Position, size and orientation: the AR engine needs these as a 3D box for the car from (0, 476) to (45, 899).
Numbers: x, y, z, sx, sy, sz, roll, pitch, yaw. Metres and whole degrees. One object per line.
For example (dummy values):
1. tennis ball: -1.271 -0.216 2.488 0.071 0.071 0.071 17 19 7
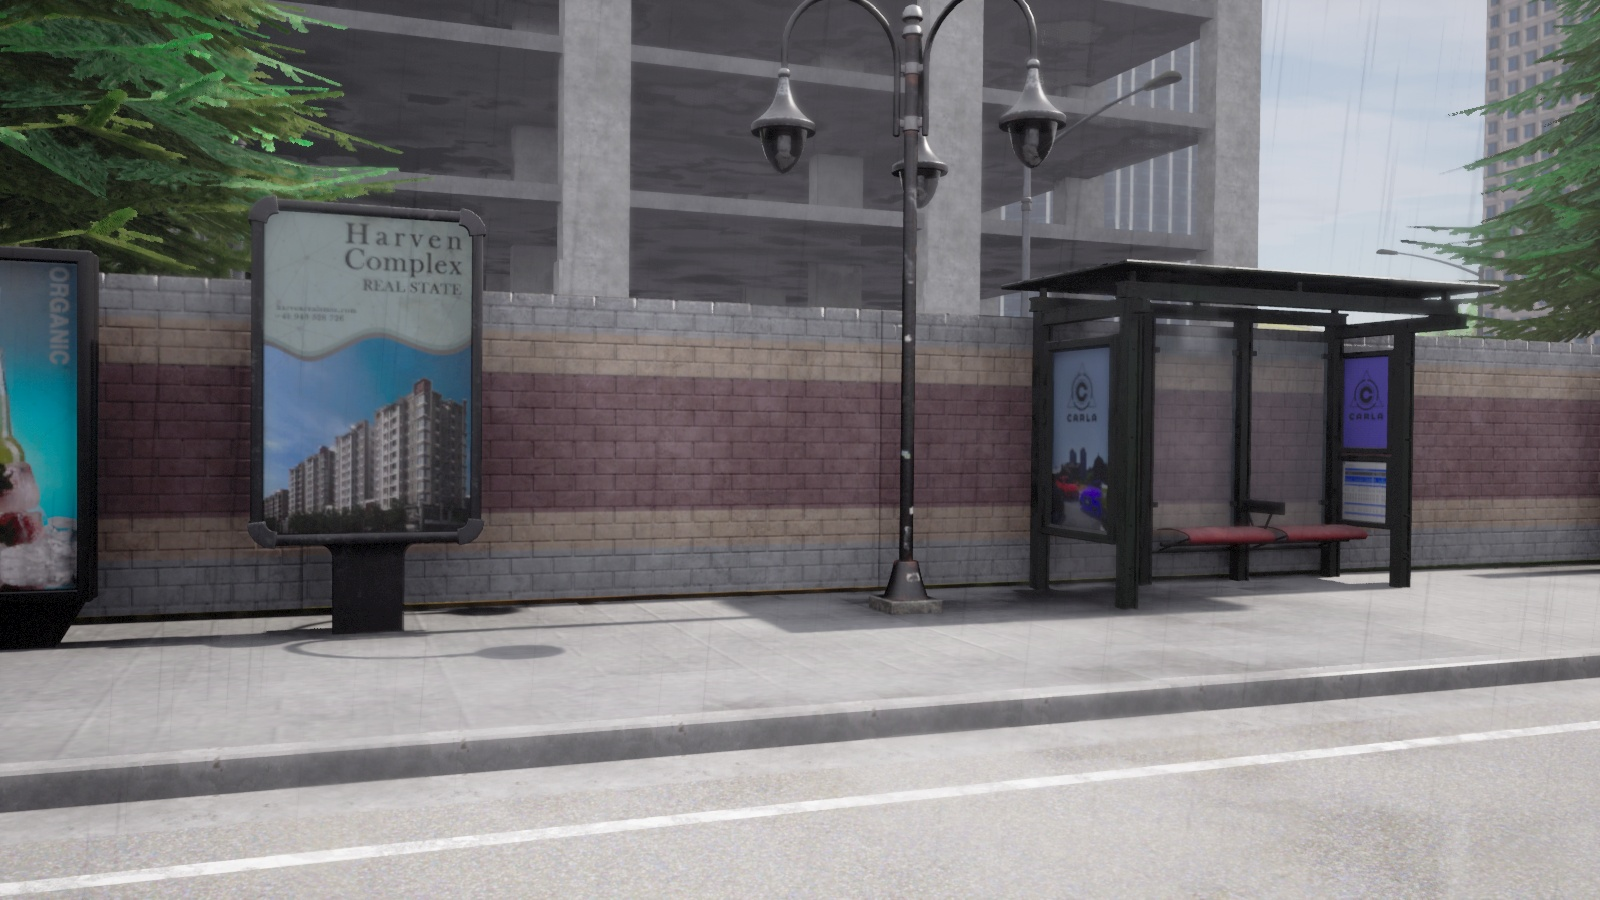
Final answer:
1. car: -3.928 0.838 1.747 4.674 1.442 1.812 -1 1 -21
